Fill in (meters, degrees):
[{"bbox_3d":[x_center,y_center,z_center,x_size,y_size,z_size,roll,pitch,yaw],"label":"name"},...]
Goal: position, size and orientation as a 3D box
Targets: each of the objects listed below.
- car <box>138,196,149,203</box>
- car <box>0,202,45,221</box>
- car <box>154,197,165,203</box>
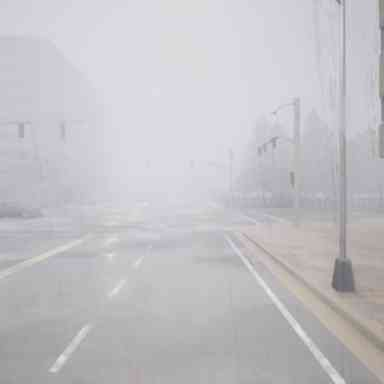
[{"bbox_3d":[-10.469,1.674,72.232,2.128,1.511,4.902,0,0,0],"label":"car"},{"bbox_3d":[-14.405,1.540,26.815,4.902,1.511,2.128,1,0,0],"label":"car"},{"bbox_3d":[-6.969,1.701,72.228,1.994,1.385,4.181,0,0,0],"label":"car"}]
